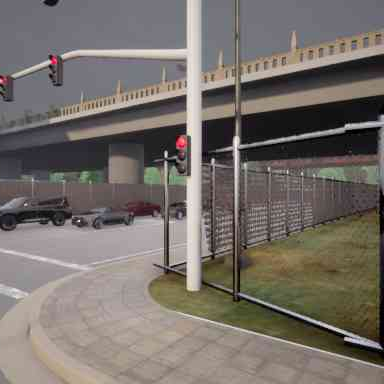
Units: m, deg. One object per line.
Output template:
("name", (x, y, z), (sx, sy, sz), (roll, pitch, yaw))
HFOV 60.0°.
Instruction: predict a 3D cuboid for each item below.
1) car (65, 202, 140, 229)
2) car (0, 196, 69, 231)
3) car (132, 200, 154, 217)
("car", (-5.857, 1.619, 22.224), (1.994, 1.385, 4.181), (0, 0, 35))
("car", (-10.576, 1.277, 21.628), (2.150, 2.045, 5.566), (0, 0, 36))
("car", (-4.901, 1.533, 29.630), (1.882, 1.535, 5.008), (0, 0, 35))
